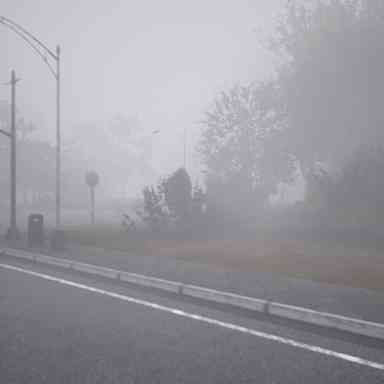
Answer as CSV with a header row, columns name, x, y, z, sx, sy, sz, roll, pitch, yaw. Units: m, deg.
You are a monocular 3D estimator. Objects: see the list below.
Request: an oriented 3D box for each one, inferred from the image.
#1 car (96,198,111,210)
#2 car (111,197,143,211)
name,x,y,z,sx,sy,sz,roll,pitch,yaw
car,-9.850,1.441,41.784,2.128,1.511,4.902,0,0,32
car,-6.976,1.460,39.781,1.837,1.490,4.892,0,0,32
